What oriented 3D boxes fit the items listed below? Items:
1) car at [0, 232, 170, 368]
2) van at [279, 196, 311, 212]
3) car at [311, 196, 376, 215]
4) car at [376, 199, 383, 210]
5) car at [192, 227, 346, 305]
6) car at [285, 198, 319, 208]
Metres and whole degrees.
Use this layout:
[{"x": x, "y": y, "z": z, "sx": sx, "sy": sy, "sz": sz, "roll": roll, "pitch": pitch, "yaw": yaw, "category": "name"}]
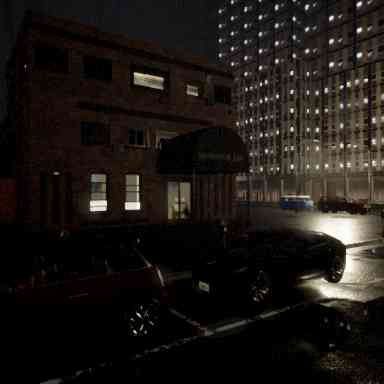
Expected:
[{"x": -2.442, "y": 1.440, "z": 4.826, "sx": 4.097, "sy": 1.590, "sz": 1.967, "roll": 0, "pitch": 0, "yaw": -35, "category": "car"}, {"x": 11.765, "y": 1.325, "z": 37.611, "sx": 1.690, "sy": 1.788, "sz": 3.998, "roll": 0, "pitch": 0, "yaw": -35, "category": "van"}, {"x": 14.934, "y": 1.307, "z": 33.066, "sx": 2.192, "sy": 1.841, "sz": 5.009, "roll": 0, "pitch": 0, "yaw": -35, "category": "car"}, {"x": 21.810, "y": 1.497, "z": 37.860, "sx": 2.008, "sy": 1.369, "sz": 4.403, "roll": 0, "pitch": 0, "yaw": -35, "category": "car"}, {"x": 2.022, "y": 1.565, "z": 8.078, "sx": 4.313, "sy": 1.339, "sz": 1.947, "roll": 0, "pitch": 0, "yaw": -35, "category": "car"}, {"x": 15.472, "y": 1.512, "z": 46.950, "sx": 1.802, "sy": 1.307, "sz": 4.206, "roll": 0, "pitch": 0, "yaw": -35, "category": "car"}]
